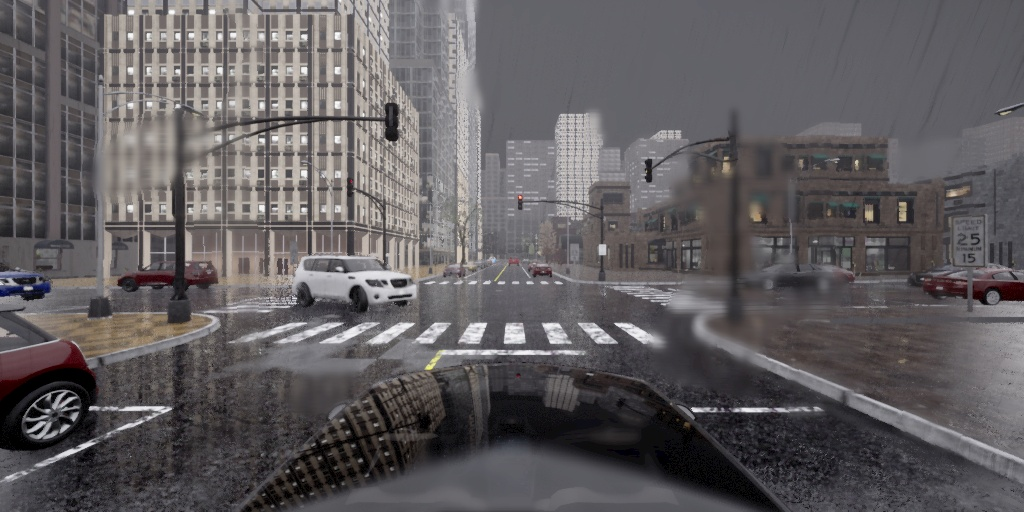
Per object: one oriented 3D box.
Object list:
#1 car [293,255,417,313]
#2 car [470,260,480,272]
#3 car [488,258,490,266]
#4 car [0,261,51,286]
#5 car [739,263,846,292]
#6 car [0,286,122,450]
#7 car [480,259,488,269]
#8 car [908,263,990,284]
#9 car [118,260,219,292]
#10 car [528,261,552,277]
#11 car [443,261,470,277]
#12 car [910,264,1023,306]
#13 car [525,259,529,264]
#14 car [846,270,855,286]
[{"bbox_3d":[-6.329,0.979,14.222,5.566,2.045,2.150,-1,-1,30],"label":"car"},{"bbox_3d":[-5.472,1.292,45.637,1.751,1.417,4.829,0,0,0],"label":"car"},{"bbox_3d":[-5.388,1.344,62.429,1.948,1.339,4.313,0,0,0],"label":"car"},{"bbox_3d":[-24.788,1.125,16.311,5.566,2.045,2.150,0,0,-1],"label":"car"},{"bbox_3d":[15.140,1.147,19.915,4.892,1.490,1.837,0,0,-1],"label":"car"},{"bbox_3d":[-5.691,1.190,2.259,1.967,1.591,4.097,0,0,0],"label":"car"},{"bbox_3d":[-5.415,1.324,56.889,2.007,1.370,4.403,0,0,0],"label":"car"},{"bbox_3d":[24.943,1.141,20.021,4.181,1.385,1.994,0,0,-1],"label":"car"},{"bbox_3d":[-21.022,1.204,22.140,5.009,1.841,2.192,0,0,-1],"label":"car"},{"bbox_3d":[2.854,1.304,34.683,1.888,1.381,4.507,0,0,0],"label":"car"},{"bbox_3d":[-5.527,1.341,34.726,1.802,1.307,4.207,0,0,0],"label":"car"},{"bbox_3d":[19.134,1.153,14.162,4.507,1.381,1.888,0,0,-1],"label":"car"},{"bbox_3d":[2.909,1.348,45.765,1.802,1.307,4.207,0,0,0],"label":"car"},{"bbox_3d":[19.050,1.202,22.543,4.207,1.307,1.802,0,0,-1],"label":"car"}]
